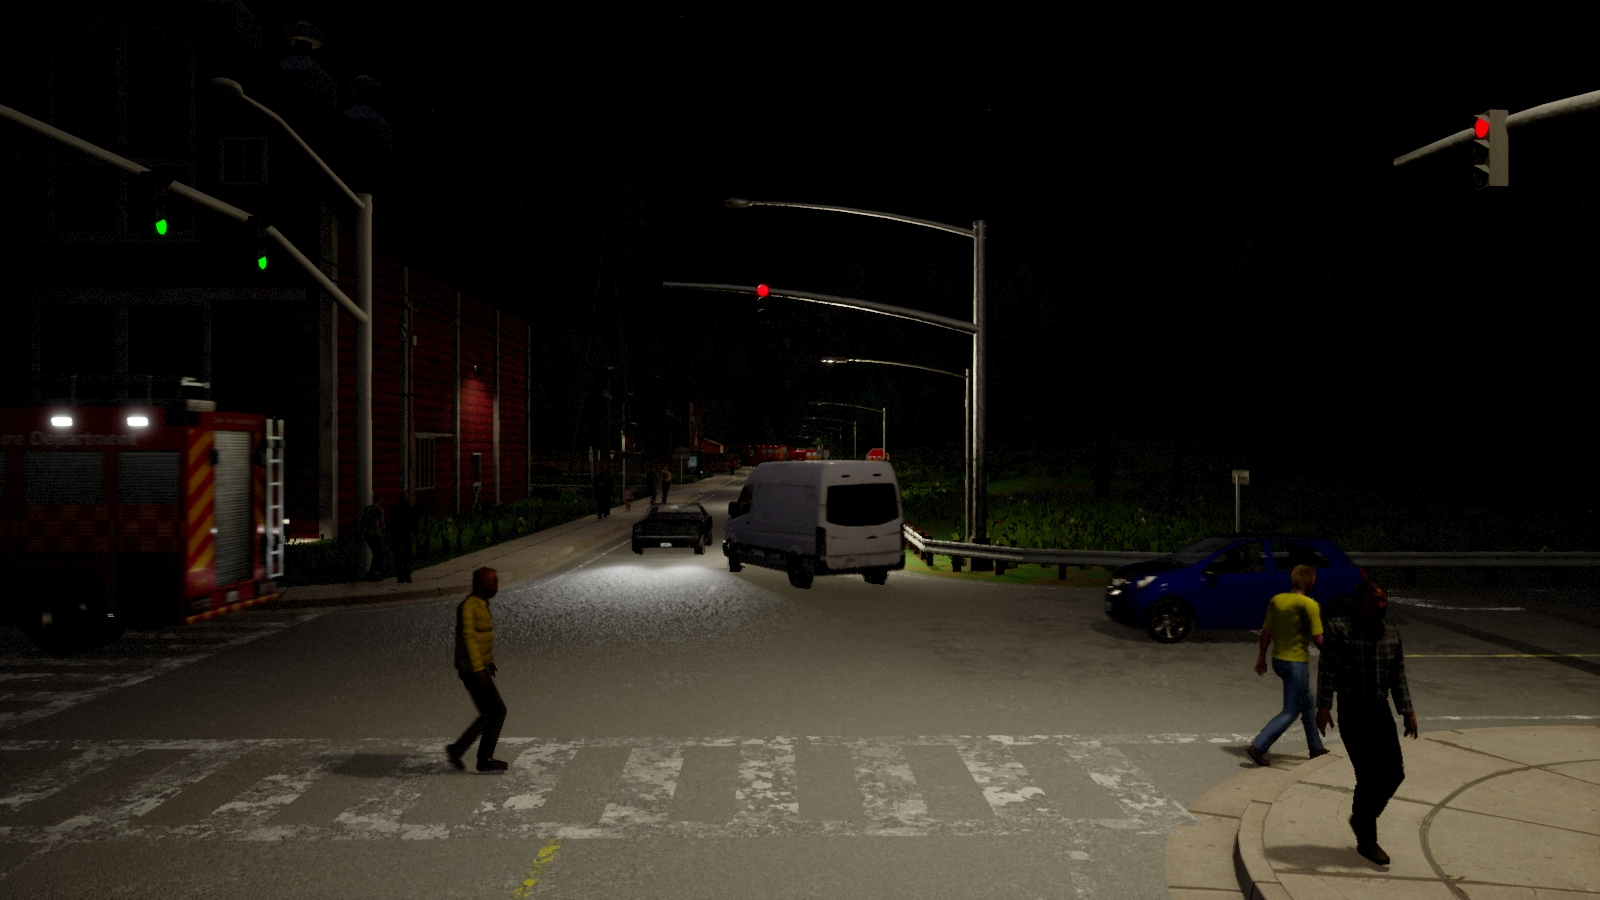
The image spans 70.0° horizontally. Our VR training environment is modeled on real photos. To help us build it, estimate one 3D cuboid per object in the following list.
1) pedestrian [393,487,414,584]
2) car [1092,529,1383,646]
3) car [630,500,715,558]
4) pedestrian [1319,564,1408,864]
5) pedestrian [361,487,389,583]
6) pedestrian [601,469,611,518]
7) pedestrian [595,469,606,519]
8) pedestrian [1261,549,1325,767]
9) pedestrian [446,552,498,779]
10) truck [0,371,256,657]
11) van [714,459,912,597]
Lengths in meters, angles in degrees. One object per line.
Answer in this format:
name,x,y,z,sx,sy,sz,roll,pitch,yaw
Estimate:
pedestrian,-7.787,1.671,22.433,0.375,1.860,0.375,0,0,-16
car,6.414,2.001,17.054,3.633,1.501,1.845,0,0,-1
car,-3.455,2.136,31.771,1.895,1.301,4.718,0,0,0
pedestrian,3.660,1.690,7.436,0.375,1.860,0.375,0,0,-7
pedestrian,-8.396,1.668,22.568,0.375,1.860,0.375,0,0,33
pedestrian,-7.488,1.670,44.092,0.375,1.860,0.375,0,0,-4
pedestrian,-7.572,1.670,43.361,0.375,1.860,0.375,0,0,-2
pedestrian,4.377,1.824,10.149,0.375,1.860,0.375,0,0,-12
pedestrian,-2.809,1.828,9.798,0.375,1.860,0.375,0,0,-8
truck,-12.892,0.852,16.699,8.468,3.827,2.891,0,0,-1
van,0.084,1.514,24.948,1.988,2.561,5.915,-1,0,-24
